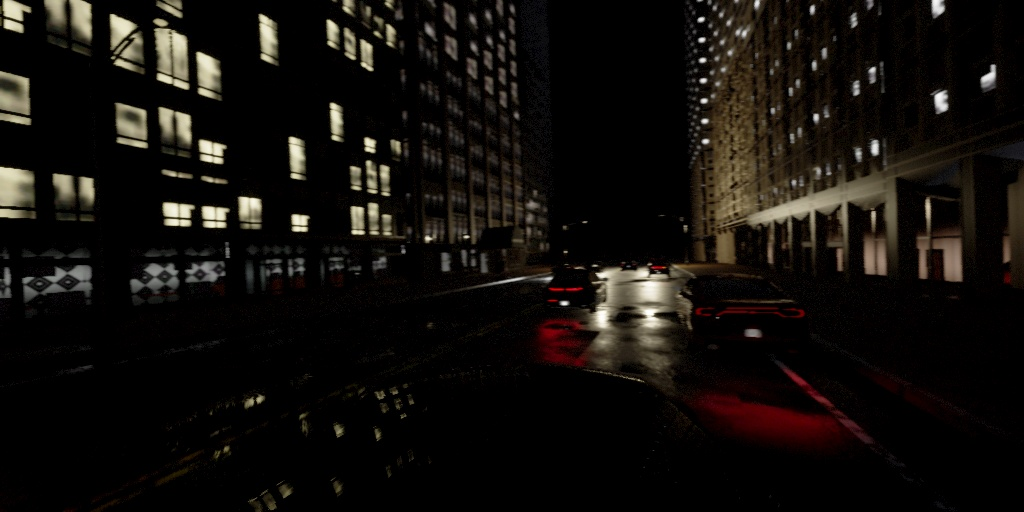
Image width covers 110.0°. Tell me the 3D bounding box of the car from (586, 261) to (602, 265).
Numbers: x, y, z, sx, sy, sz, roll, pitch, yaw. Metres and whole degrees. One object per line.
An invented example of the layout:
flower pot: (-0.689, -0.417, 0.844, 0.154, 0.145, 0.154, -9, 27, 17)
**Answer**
car: (9.272, 1.305, 40.510, 1.837, 1.490, 4.892, -2, -1, 22)

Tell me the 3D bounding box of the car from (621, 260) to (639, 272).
car: (14.903, 1.216, 45.456, 1.994, 1.385, 4.181, -2, -1, 21)

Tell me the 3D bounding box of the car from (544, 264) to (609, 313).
car: (2.625, 1.286, 14.178, 1.837, 1.490, 4.892, -2, 0, 21)

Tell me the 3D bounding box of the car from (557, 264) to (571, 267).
car: (5.816, 1.519, 40.593, 1.895, 1.301, 4.718, -2, -1, 22)

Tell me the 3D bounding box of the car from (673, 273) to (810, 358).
car: (4.915, 1.125, 8.288, 1.882, 1.535, 5.008, -2, -1, 21)

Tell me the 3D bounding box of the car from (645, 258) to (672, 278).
car: (13.030, 1.100, 31.905, 1.837, 1.490, 4.892, -2, 0, 22)
